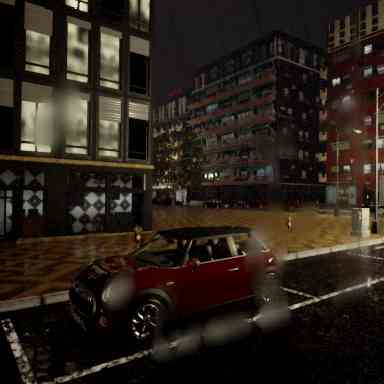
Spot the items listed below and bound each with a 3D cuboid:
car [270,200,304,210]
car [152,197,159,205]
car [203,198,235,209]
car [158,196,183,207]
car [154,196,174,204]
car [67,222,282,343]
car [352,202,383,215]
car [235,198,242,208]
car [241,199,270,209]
[{"bbox_3d":[13.433,1.806,45.988,1.802,1.307,4.206,1,-1,-35],"label":"car"},{"bbox_3d":[-6.482,1.763,59.712,1.887,1.381,4.507,1,-1,-35],"label":"car"},{"bbox_3d":[3.314,1.677,45.803,2.008,1.369,4.403,1,-1,-35],"label":"car"},{"bbox_3d":[-3.217,1.733,55.076,1.887,1.381,4.507,1,-1,-35],"label":"car"},{"bbox_3d":[-6.158,1.724,73.807,2.192,1.841,5.009,1,-1,-35],"label":"car"},{"bbox_3d":[-0.200,1.441,6.395,4.097,1.590,1.967,0,1,-35],"label":"car"},{"bbox_3d":[19.964,1.729,36.716,1.947,1.339,4.313,1,-1,-35],"label":"car"},{"bbox_3d":[6.903,1.725,55.261,1.967,1.590,4.097,1,-1,-35],"label":"car"},{"bbox_3d":[10.168,1.799,50.625,1.887,1.381,4.507,1,-1,-35],"label":"car"}]
